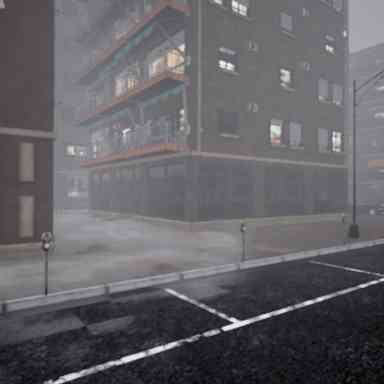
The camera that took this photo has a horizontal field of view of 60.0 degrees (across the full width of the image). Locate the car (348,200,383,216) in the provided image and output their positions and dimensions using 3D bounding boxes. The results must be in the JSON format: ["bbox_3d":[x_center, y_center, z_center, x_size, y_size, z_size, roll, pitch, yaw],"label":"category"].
[{"bbox_3d":[15.947,1.448,31.139,2.008,1.369,4.403,1,0,-36],"label":"car"}]

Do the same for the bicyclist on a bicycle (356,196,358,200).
[{"bbox_3d":[21.185,1.156,43.165,1.656,1.620,0.582,0,1,-36],"label":"bicyclist on a bicycle"}]
